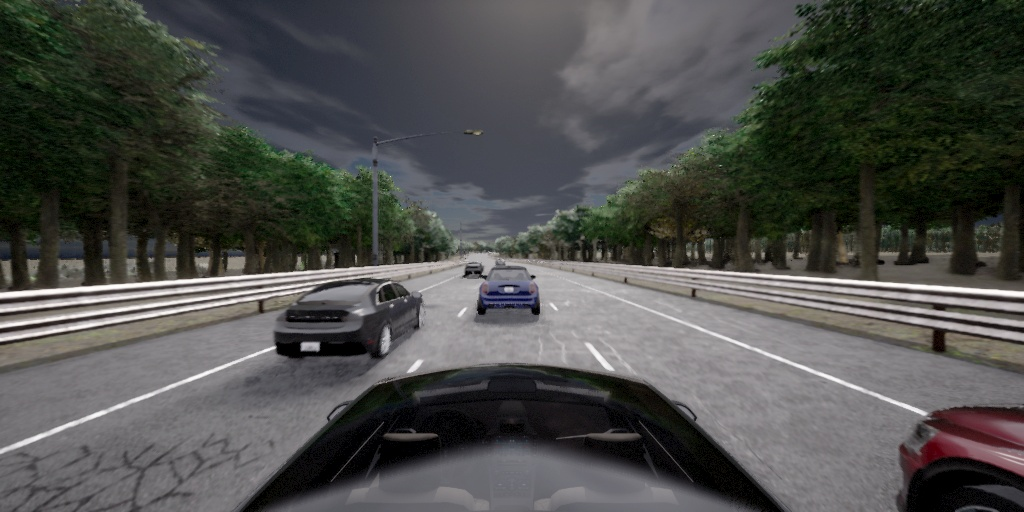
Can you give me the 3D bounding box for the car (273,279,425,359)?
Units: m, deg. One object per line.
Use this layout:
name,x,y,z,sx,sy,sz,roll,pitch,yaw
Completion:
car,-3.407,1.282,8.446,1.837,1.490,4.892,0,0,0

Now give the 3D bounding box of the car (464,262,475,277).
car,-3.942,1.397,37.831,1.837,1.490,4.892,0,0,-2

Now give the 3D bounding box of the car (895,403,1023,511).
car,3.505,1.174,0.328,2.033,1.649,4.856,0,0,0

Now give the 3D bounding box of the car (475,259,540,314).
car,-0.124,1.147,14.084,2.097,1.767,4.553,0,0,-1
